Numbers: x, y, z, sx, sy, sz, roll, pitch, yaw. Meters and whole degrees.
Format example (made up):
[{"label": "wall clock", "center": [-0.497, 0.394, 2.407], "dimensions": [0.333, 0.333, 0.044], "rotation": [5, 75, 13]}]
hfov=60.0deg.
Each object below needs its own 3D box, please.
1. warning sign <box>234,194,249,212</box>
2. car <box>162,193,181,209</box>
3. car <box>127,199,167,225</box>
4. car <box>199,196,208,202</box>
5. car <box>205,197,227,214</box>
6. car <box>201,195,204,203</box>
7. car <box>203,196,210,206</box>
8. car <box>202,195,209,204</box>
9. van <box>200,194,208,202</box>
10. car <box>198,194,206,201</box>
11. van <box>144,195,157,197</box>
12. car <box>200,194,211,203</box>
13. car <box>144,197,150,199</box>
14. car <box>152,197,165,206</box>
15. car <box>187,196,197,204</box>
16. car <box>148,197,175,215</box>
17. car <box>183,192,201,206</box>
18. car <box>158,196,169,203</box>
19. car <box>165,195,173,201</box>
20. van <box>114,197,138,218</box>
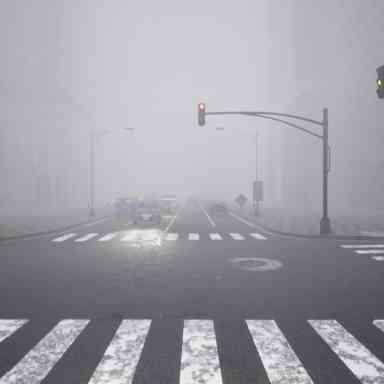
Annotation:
[{"label": "warning sign", "center": [5.049, 1.123, 34.048], "dimensions": [1.300, 1.860, 1.060], "rotation": [0, 0, 0]}, {"label": "car", "center": [-3.117, 1.235, 46.152], "dimensions": [2.150, 2.045, 5.566], "rotation": [0, 0, 0]}, {"label": "car", "center": [-3.162, 1.495, 24.452], "dimensions": [2.128, 1.511, 4.902], "rotation": [0, 0, -3]}, {"label": "car", "center": [2.715, 1.591, 79.635], "dimensions": [2.008, 1.369, 4.403], "rotation": [0, 0, 0]}, {"label": "car", "center": [2.754, 1.553, 35.432], "dimensions": [1.887, 1.381, 4.507], "rotation": [0, 0, 0]}, {"label": "car", "center": [2.739, 1.545, 52.178], "dimensions": [1.752, 1.417, 4.829], "rotation": [0, 0, 0]}, {"label": "car", "center": [2.749, 1.556, 40.957], "dimensions": [1.887, 1.381, 4.507], "rotation": [0, 0, 0]}, {"label": "car", "center": [2.744, 1.560, 46.482], "dimensions": [1.887, 1.381, 4.507], "rotation": [0, 0, 0]}, {"label": "van", "center": [2.719, 1.377, 74.110], "dimensions": [1.690, 1.788, 3.998], "rotation": [0, 0, 0]}, {"label": "car", "center": [2.704, 1.489, 90.687], "dimensions": [1.967, 1.590, 4.097], "rotation": [0, 0, 0]}, {"label": "van", "center": [-5.808, 1.356, 46.494], "dimensions": [1.690, 1.788, 3.998], "rotation": [0, 0, 0]}, {"label": "car", "center": [2.723, 1.347, 68.584], "dimensions": [2.192, 1.841, 5.009], "rotation": [0, 0, 0]}, {"label": "car", "center": [-5.801, 1.553, 35.444], "dimensions": [1.887, 1.381, 4.507], "rotation": [0, 0, 0]}, {"label": "car", "center": [-5.812, 1.605, 57.544], "dimensions": [1.802, 1.307, 4.206], "rotation": [0, 0, 0]}, {"label": "car", "center": [-0.043, 1.555, 65.144], "dimensions": [1.812, 1.442, 4.674], "rotation": [0, 0, 0]}, {"label": "car", "center": [-3.114, 1.533, 34.473], "dimensions": [1.812, 1.442, 4.674], "rotation": [0, 0, 0]}, {"label": "car", "center": [0.023, 1.374, 55.466], "dimensions": [2.097, 1.767, 4.553], "rotation": [0, 0, 0]}, {"label": "car", "center": [-5.818, 1.582, 68.594], "dimensions": [2.008, 1.369, 4.403], "rotation": [0, 0, 0]}, {"label": "car", "center": [-5.826, 1.569, 84.999], "dimensions": [1.752, 1.417, 4.829], "rotation": [0, 0, 0]}, {"label": "van", "center": [-5.799, 1.346, 29.919], "dimensions": [1.690, 1.788, 3.998], "rotation": [0, 0, 0]}]
